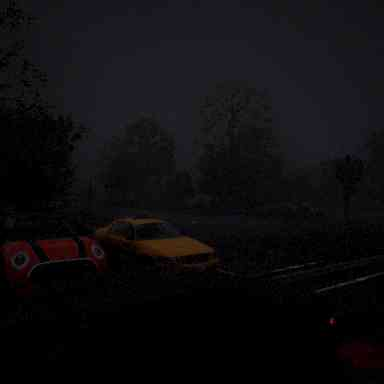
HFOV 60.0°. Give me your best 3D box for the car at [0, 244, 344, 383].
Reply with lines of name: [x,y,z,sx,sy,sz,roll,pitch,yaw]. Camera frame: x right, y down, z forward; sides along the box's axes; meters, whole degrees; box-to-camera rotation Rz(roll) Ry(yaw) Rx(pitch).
car: [-0.721,1.546,3.159,5.357,1.411,2.033,0,0,-36]

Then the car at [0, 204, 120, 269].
car: [-3.864,1.348,8.569,2.185,1.767,4.553,0,0,-36]

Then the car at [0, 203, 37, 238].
car: [-10.508,1.475,19.094,1.946,1.575,5.366,0,0,-36]

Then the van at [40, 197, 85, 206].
van: [-8.065,1.266,20.485,1.878,1.987,4.442,0,0,-36]

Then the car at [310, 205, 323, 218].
car: [11.290,1.747,34.615,2.185,1.767,4.553,1,-1,-36]

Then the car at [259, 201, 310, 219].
car: [8.743,1.845,32.721,2.002,1.452,4.674,2,-1,-36]

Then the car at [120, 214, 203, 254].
car: [-1.372,1.484,10.102,1.946,1.575,5.366,0,0,-36]
